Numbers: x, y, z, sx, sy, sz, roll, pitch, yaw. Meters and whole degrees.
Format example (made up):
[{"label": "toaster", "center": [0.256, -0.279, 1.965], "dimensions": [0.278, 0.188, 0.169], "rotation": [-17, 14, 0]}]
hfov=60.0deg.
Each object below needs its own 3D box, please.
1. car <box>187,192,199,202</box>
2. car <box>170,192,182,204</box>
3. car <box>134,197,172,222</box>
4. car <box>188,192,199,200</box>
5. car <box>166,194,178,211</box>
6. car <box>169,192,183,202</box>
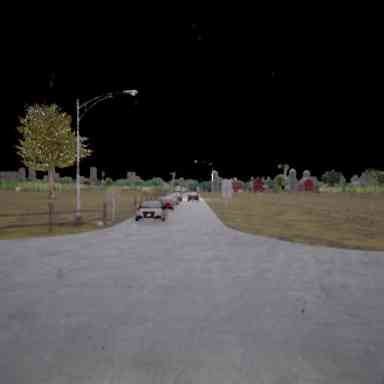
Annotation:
[{"label": "car", "center": [0.223, 0.795, 55.494], "dimensions": [1.882, 1.535, 5.008], "rotation": [0, 1, 0]}, {"label": "car", "center": [-2.657, 0.943, 43.911], "dimensions": [2.128, 1.511, 4.902], "rotation": [0, 1, 1]}, {"label": "car", "center": [-2.743, 1.268, 23.268], "dimensions": [1.994, 1.385, 4.181], "rotation": [0, 1, 1]}, {"label": "car", "center": [0.265, 0.766, 65.918], "dimensions": [1.994, 1.385, 4.181], "rotation": [0, 1, 0]}, {"label": "car", "center": [-2.700, 1.171, 34.029], "dimensions": [1.895, 1.301, 4.718], "rotation": [0, 1, 0]}, {"label": "car", "center": [-2.583, 0.807, 54.416], "dimensions": [1.882, 1.535, 5.008], "rotation": [0, 1, 1]}]
